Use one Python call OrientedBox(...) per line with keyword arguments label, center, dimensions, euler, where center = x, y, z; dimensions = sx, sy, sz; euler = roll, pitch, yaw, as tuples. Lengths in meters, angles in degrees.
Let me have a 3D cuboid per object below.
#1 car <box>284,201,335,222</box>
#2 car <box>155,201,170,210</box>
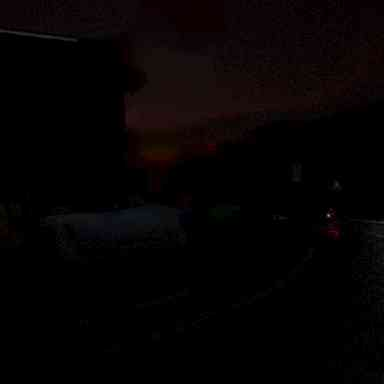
OrientedBox(label="car", center=(9.231, 1.516, 26.515), dimensions=(1.837, 1.490, 4.892), euler=(-1, -1, -17))
OrientedBox(label="car", center=(-5.290, 2.299, 58.403), dimensions=(2.128, 1.511, 4.902), euler=(-1, 1, -19))
